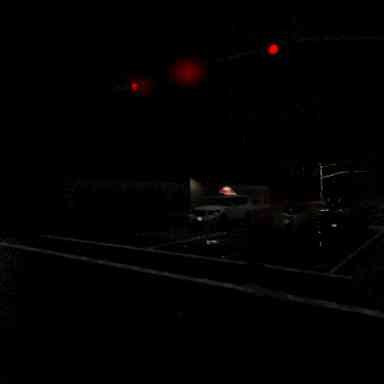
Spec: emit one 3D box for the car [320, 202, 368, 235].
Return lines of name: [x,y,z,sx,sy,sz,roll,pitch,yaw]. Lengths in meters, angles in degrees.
car: [8.690,1.514,18.929,1.812,1.442,4.674,0,0,37]

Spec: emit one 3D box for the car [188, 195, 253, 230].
car: [2.057,1.227,21.908,2.150,2.045,5.566,0,0,36]

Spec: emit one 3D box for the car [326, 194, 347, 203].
car: [20.683,1.135,47.439,2.097,1.767,4.553,0,0,36]

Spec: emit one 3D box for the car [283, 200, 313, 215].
car: [10.846,1.554,34.024,1.994,1.385,4.181,0,0,36]
